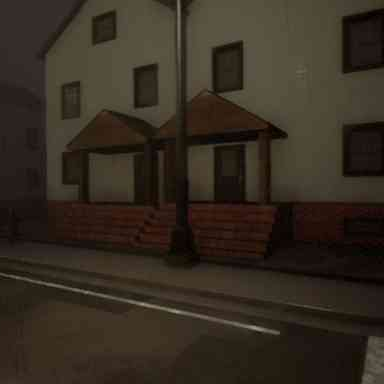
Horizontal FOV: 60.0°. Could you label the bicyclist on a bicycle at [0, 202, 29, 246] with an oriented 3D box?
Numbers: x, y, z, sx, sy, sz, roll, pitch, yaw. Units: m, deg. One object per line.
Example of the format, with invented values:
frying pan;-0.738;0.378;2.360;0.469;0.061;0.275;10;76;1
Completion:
bicyclist on a bicycle;-6.714;1.185;12.160;0.582;1.620;1.656;0;1;30
